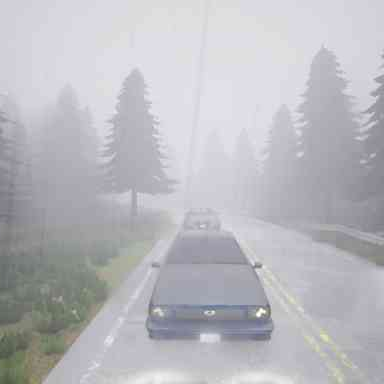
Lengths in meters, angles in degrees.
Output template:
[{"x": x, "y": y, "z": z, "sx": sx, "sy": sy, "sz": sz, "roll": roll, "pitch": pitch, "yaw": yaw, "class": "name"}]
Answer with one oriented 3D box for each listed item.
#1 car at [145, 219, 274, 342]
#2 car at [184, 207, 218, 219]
[{"x": 0.294, "y": 1.558, "z": 7.095, "sx": 2.033, "sy": 1.411, "sz": 5.357, "roll": 0, "pitch": 0, "yaw": 1, "class": "car"}, {"x": 0.499, "y": 1.584, "z": 19.180, "sx": 1.994, "sy": 1.385, "sz": 4.181, "roll": 0, "pitch": 0, "yaw": -2, "class": "car"}]
